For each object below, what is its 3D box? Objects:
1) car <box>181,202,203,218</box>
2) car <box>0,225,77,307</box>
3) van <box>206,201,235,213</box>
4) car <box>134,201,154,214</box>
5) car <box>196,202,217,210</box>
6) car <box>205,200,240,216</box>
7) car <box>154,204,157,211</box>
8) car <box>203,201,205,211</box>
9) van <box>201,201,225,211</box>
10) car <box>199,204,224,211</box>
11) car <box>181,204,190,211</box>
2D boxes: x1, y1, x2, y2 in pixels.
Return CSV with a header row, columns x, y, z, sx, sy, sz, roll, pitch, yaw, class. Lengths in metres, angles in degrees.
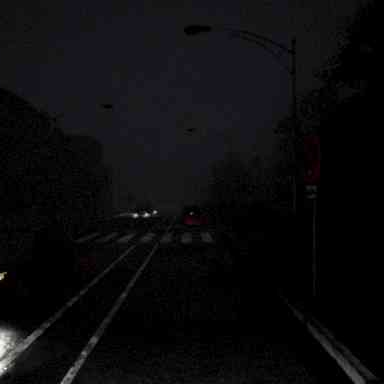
x,y,z,sx,sy,sz,roll,pitch,yaw,class
-0.099,2.121,37.576,1.837,1.490,4.892,0,-2,-2,car
-4.328,1.608,8.274,1.812,1.442,4.674,0,-1,0,car
4.650,2.464,54.470,4.442,1.987,1.878,1,-2,-22,van
-7.688,2.363,52.003,2.150,2.045,5.566,0,-2,-2,car
3.530,3.418,81.059,4.553,1.767,2.185,1,-2,-23,car
4.989,2.020,42.615,5.566,2.045,2.435,2,-2,-22,car
-8.196,3.176,67.951,1.837,1.490,4.892,0,-2,-2,car
4.838,2.123,45.537,5.566,2.045,2.435,2,-2,-22,car
4.228,2.861,66.300,4.442,1.987,1.878,1,-2,-22,van
4.043,3.210,69.214,4.792,1.488,2.163,1,-2,-22,car
-1.458,3.405,73.999,1.994,1.385,4.181,0,-2,-2,car
